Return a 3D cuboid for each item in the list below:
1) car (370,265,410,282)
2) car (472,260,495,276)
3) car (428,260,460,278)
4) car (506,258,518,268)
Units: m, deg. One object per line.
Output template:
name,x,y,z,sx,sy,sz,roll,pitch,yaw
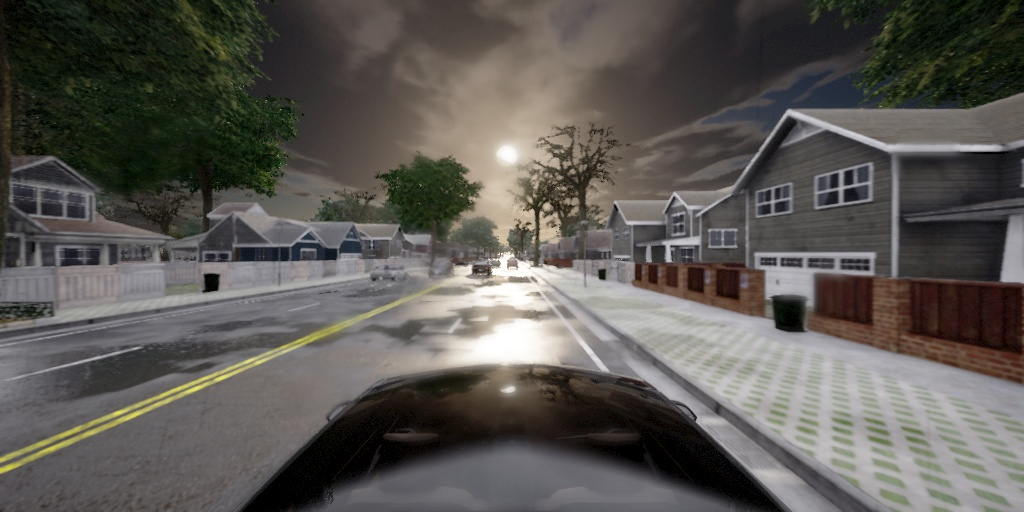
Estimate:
car,-9.860,1.366,29.191,1.895,1.301,4.718,0,0,0
car,-3.169,1.252,38.532,1.882,1.535,5.008,0,0,0
car,-6.608,1.262,34.001,2.128,1.511,4.902,0,0,0
car,0.069,1.299,62.785,2.128,1.511,4.902,0,0,0
